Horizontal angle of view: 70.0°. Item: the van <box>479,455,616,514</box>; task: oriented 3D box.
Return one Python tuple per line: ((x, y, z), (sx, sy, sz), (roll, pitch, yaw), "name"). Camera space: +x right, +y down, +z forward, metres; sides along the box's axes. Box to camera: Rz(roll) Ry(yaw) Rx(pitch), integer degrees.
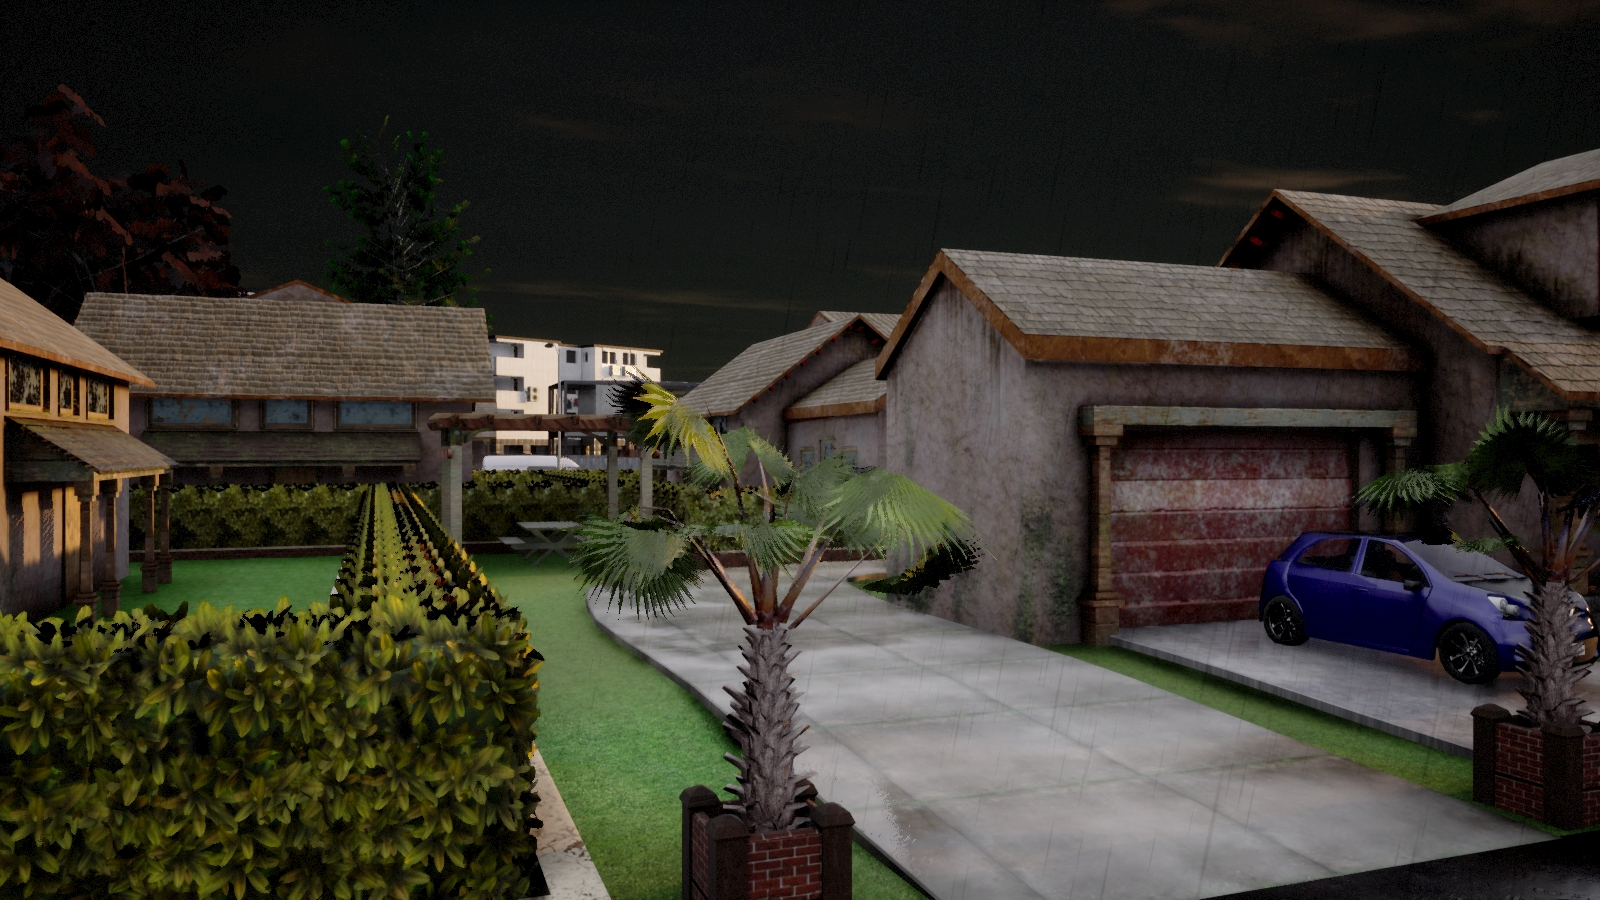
((-11.544, 1.538, 52.359), (5.915, 2.561, 1.988), (0, 0, -20), "van")
